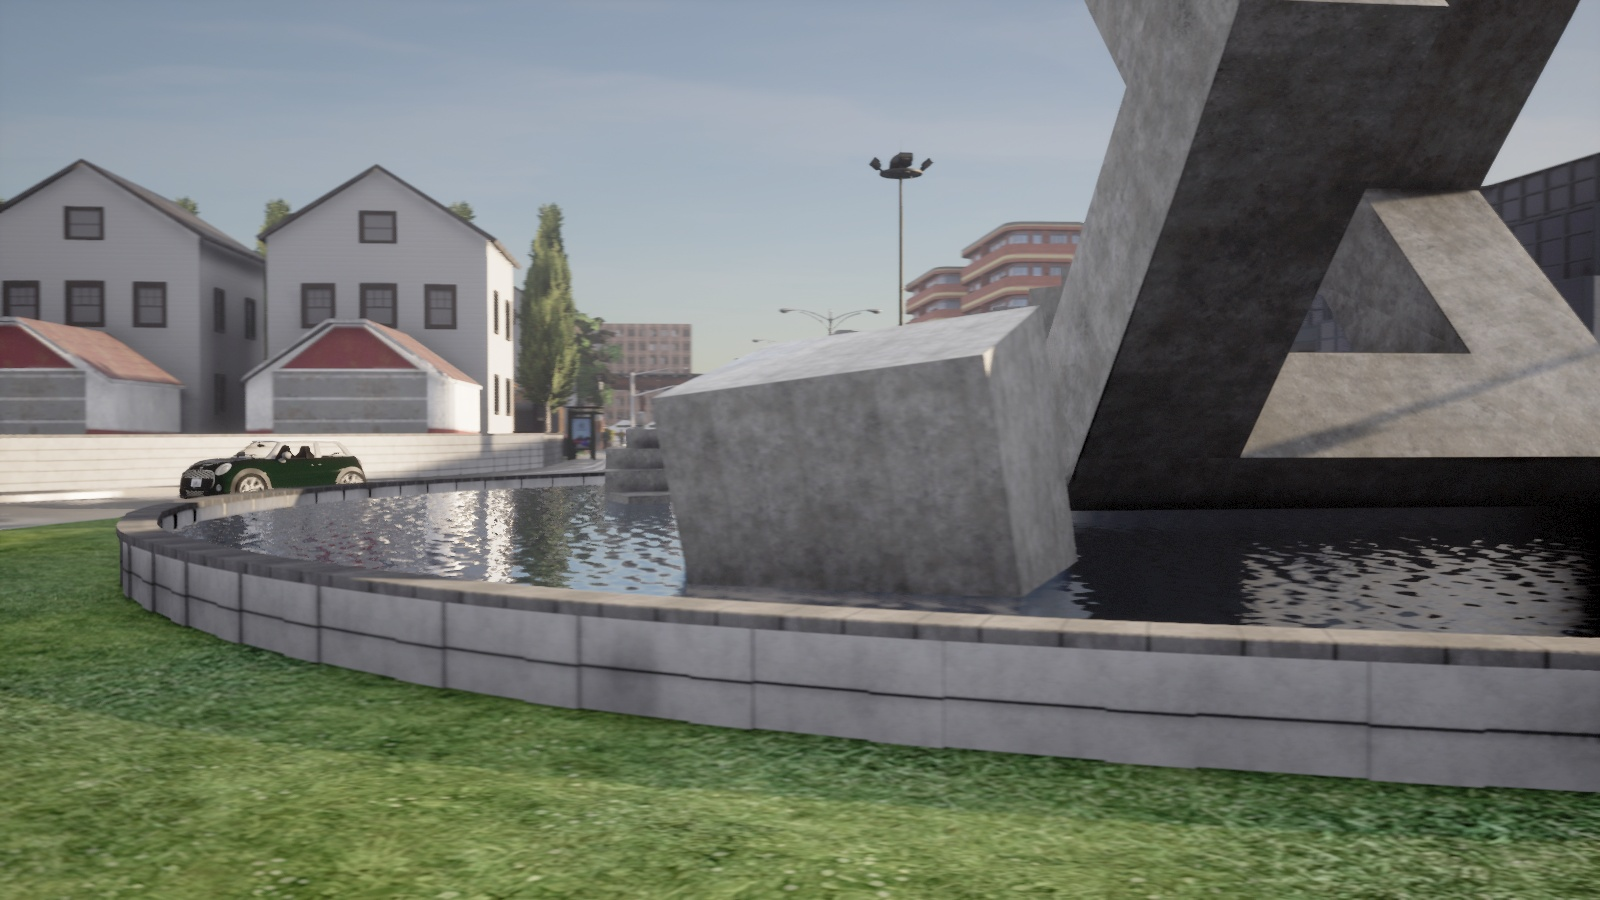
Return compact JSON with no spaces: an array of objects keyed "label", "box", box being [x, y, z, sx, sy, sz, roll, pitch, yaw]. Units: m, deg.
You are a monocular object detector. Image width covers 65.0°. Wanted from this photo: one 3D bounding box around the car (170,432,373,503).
[{"label":"car","box":[-11.939,0.344,28.559,1.970,1.475,3.806,1,1,35]}]
